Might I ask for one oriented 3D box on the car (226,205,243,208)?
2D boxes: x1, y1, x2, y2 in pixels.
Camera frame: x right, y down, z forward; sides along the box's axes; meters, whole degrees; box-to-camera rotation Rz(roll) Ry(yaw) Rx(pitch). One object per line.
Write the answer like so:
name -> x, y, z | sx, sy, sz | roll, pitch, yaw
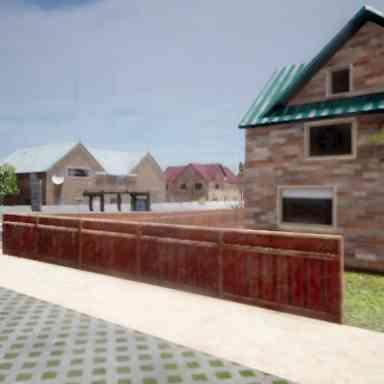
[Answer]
car -> 5.562, 2.352, 44.590 | 1.895, 1.301, 4.718 | 0, -1, 36
